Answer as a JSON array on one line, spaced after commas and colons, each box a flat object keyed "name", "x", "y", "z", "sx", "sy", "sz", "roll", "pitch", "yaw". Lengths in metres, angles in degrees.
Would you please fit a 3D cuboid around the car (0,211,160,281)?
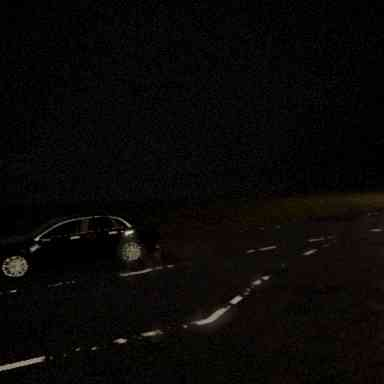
[{"name": "car", "x": -3.345, "y": 1.382, "z": 9.515, "sx": 4.892, "sy": 1.490, "sz": 1.837, "roll": -4, "pitch": 2, "yaw": -24}]
